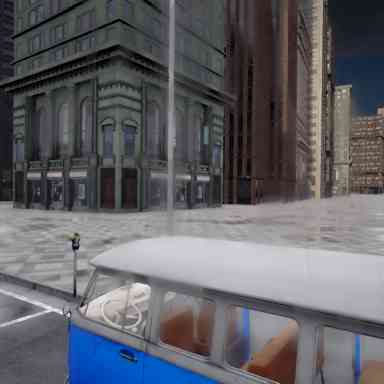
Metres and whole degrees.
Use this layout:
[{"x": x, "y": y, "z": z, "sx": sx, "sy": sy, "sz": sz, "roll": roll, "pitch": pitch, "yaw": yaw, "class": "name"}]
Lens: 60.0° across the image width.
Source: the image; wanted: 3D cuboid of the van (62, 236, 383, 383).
[{"x": 0.722, "y": 1.341, "z": 2.477, "sx": 3.998, "sy": 1.788, "sz": 1.690, "roll": 0, "pitch": 1, "yaw": 35, "class": "van"}]
